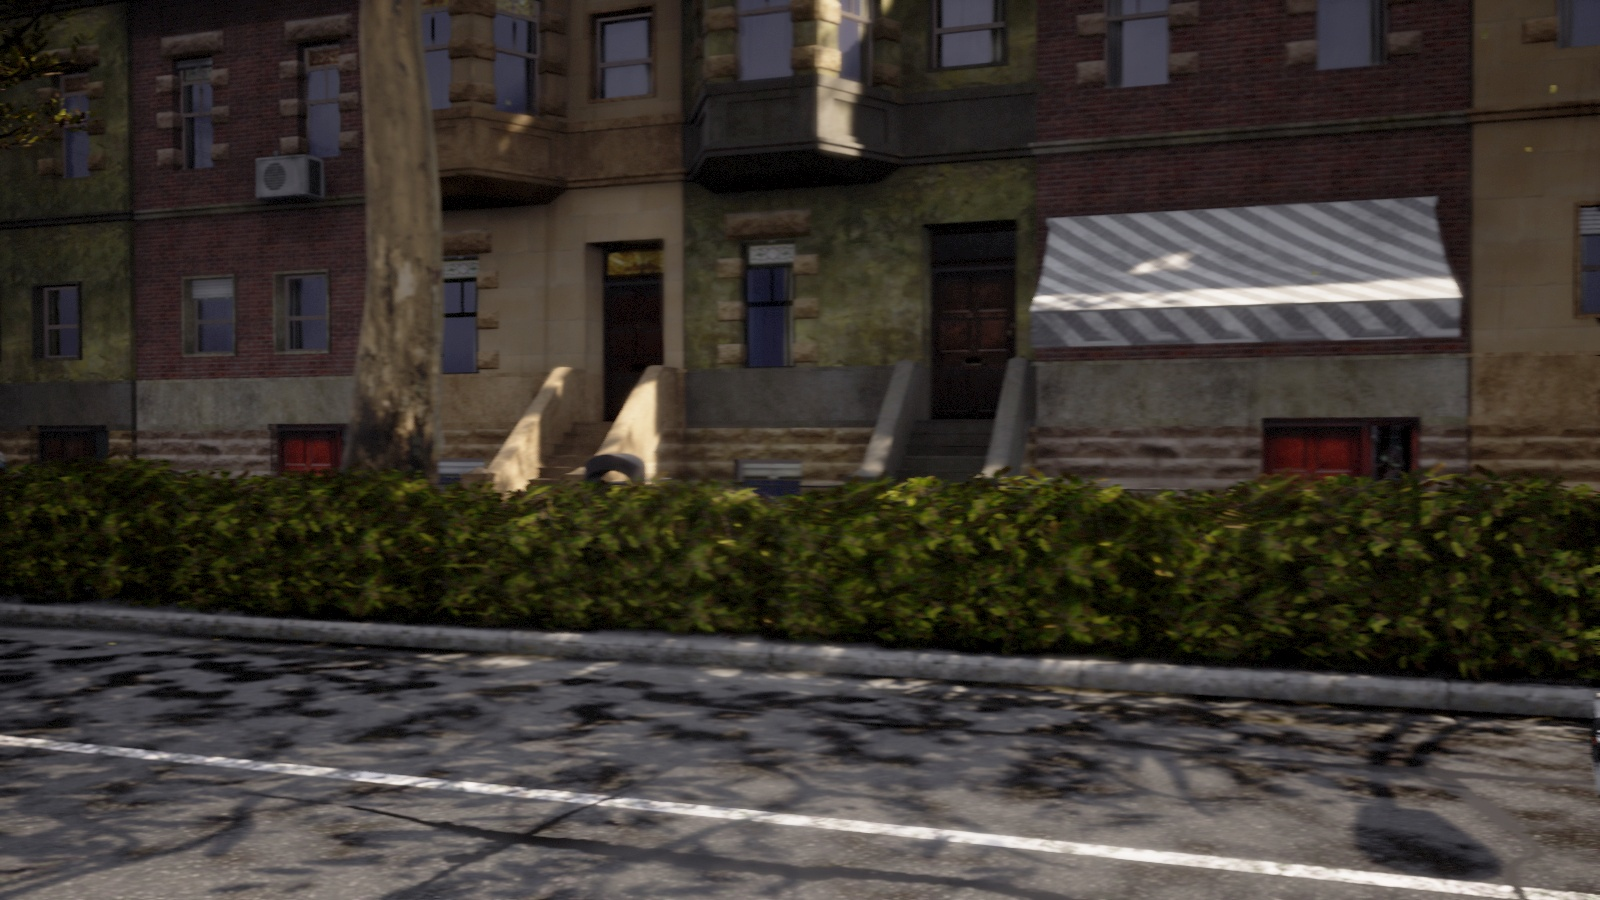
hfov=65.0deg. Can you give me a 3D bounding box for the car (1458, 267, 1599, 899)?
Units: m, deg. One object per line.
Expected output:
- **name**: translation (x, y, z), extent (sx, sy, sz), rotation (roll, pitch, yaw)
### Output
- **car**: translation (3.761, 0.629, 1.924), extent (4.605, 1.855, 1.932), rotation (1, 1, 19)
